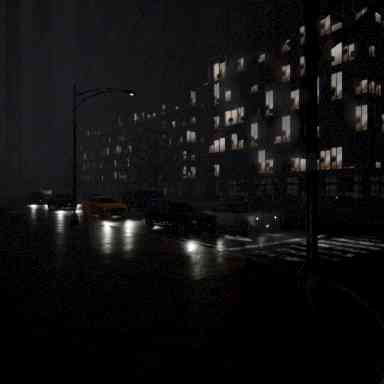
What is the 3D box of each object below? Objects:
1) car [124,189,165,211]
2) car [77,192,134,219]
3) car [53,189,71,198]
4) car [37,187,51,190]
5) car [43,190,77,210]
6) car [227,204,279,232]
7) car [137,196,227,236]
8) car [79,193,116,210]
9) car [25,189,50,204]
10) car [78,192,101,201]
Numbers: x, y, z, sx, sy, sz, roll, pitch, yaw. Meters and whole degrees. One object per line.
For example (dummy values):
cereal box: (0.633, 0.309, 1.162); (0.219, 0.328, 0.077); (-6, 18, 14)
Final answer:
car: (-3.583, 0.808, 26.195); (2.150, 2.045, 5.566); (0, 1, -38)
car: (-6.565, 1.056, 24.731); (1.882, 1.535, 5.008); (0, 1, -38)
car: (-25.554, 0.241, 65.148); (1.882, 1.535, 5.008); (0, 1, -38)
car: (-28.560, -0.028, 63.716); (2.150, 2.045, 5.566); (0, 1, -38)
car: (-12.841, 0.897, 32.745); (1.837, 1.490, 4.892); (0, 1, -38)
car: (2.449, 1.366, 18.542); (1.895, 1.301, 4.718); (0, 1, -39)
car: (-0.719, 1.229, 17.286); (1.882, 1.535, 5.008); (0, 1, -37)
car: (-9.750, 0.881, 34.077); (1.882, 1.535, 5.008); (0, 1, -38)
car: (-19.206, 0.706, 40.958); (1.837, 1.490, 4.892); (0, 1, -37)
car: (-16.546, 0.634, 53.622); (1.895, 1.301, 4.718); (0, 1, -38)
